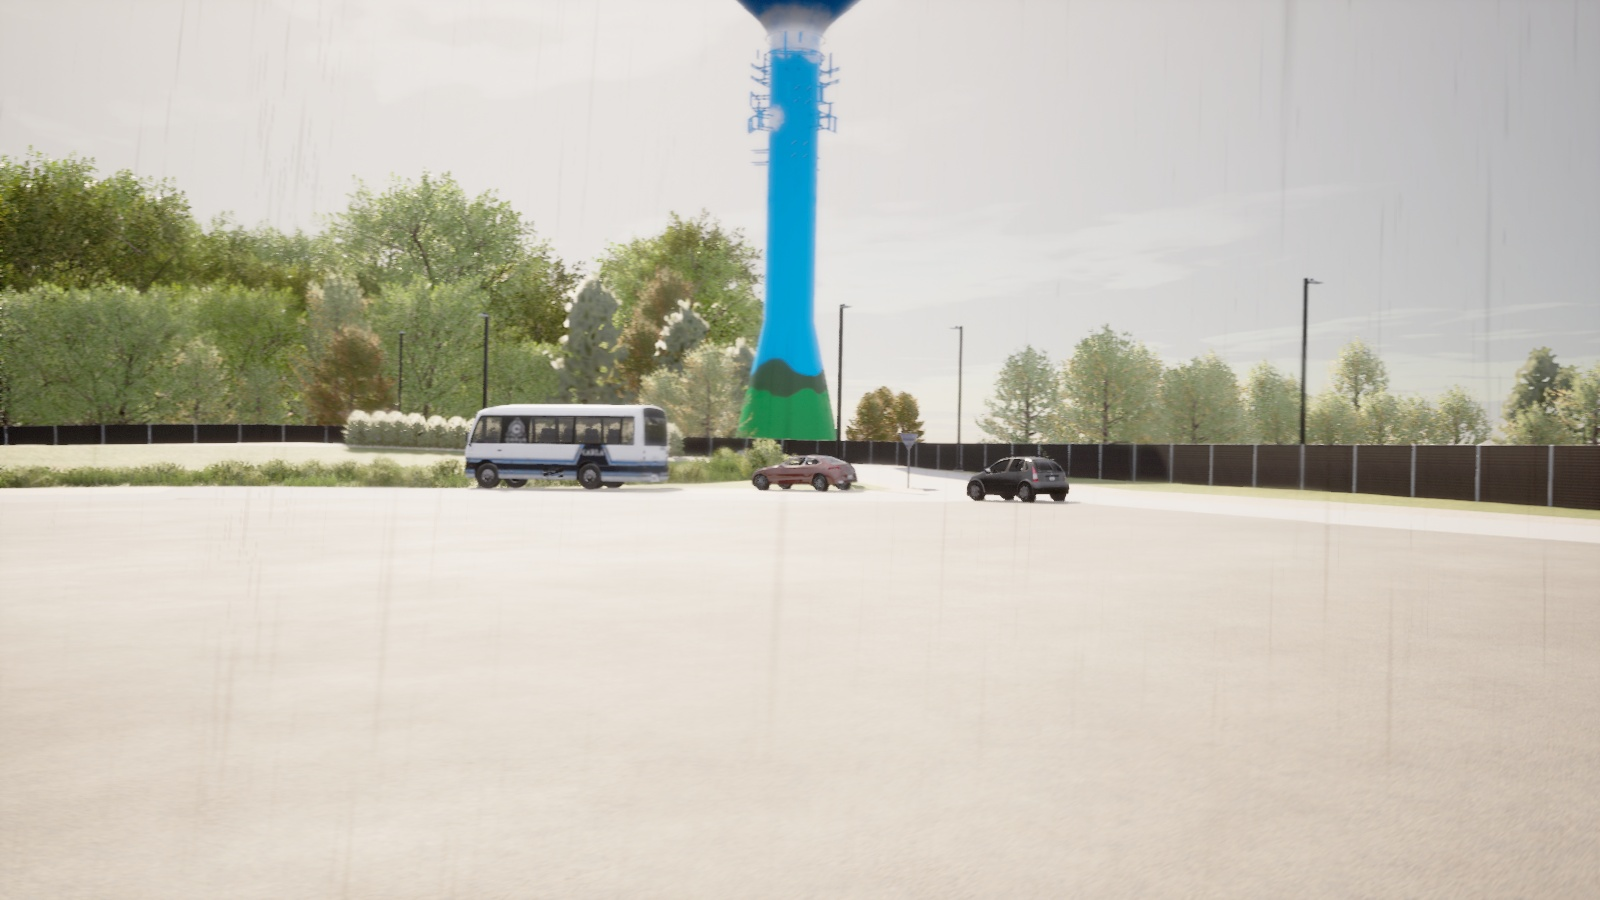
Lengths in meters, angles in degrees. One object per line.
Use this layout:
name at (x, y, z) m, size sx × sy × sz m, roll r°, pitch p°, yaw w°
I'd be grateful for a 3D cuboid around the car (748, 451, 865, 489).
car at (0.274, 0.894, 57.732) m, size 5.027 × 1.651 × 2.152 m, roll 0°, pitch 0°, yaw 35°

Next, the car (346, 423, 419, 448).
car at (-30.000, -1.022, 90.311) m, size 4.856 × 1.649 × 2.033 m, roll 2°, pitch 0°, yaw -18°

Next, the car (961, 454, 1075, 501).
car at (7.836, 0.977, 45.425) m, size 1.851 × 1.617 × 3.988 m, roll 0°, pitch -1°, yaw -32°

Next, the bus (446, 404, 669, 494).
bus at (-12.127, -0.087, 62.816) m, size 10.273 × 4.253 × 3.944 m, roll 1°, pitch 0°, yaw 18°
